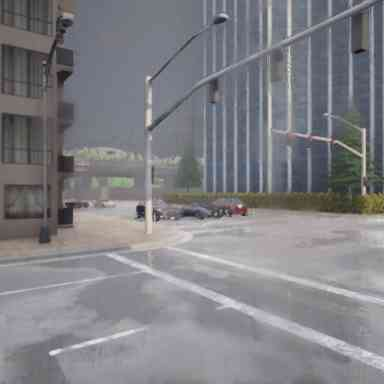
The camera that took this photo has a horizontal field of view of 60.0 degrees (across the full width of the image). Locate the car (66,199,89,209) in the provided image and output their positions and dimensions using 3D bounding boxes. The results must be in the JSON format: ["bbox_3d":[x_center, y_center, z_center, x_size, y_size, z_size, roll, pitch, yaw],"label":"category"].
[{"bbox_3d":[-15.128,1.568,43.942,1.895,1.301,4.718,0,0,-34],"label":"car"}]

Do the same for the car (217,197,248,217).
[{"bbox_3d":[2.947,1.301,30.391,2.097,1.767,4.553,0,0,-34],"label":"car"}]

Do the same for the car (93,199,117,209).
[{"bbox_3d":[-11.831,1.558,45.321,1.895,1.301,4.718,0,0,-34],"label":"car"}]

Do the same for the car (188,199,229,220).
[{"bbox_3d":[0.687,1.522,27.327,1.994,1.385,4.181,0,0,-35],"label":"car"}]

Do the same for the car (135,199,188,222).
[{"bbox_3d":[-2.683,1.320,26.015,2.097,1.767,4.553,0,0,-35],"label":"car"}]
